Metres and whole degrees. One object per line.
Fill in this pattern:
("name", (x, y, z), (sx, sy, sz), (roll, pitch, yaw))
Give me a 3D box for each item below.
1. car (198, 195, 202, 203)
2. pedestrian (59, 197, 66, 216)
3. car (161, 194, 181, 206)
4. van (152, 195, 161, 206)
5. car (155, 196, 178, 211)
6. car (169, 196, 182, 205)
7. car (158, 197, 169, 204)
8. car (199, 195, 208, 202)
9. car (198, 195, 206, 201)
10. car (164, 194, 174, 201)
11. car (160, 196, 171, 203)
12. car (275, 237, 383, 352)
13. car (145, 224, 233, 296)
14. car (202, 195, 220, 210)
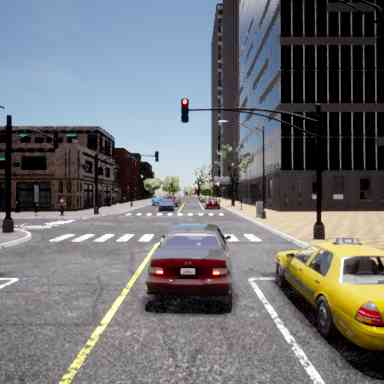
("car", (2.676, 1.541, 71.976), (1.752, 1.417, 4.829), (1, 0, 0))
("pedestrian", (-12.556, 1.363, 32.120), (0.375, 1.860, 0.375), (0, 0, 1))
("car", (-3.113, 1.362, 51.012), (2.097, 1.767, 4.553), (0, 0, 0))
("van", (-5.696, 1.353, 55.212), (1.690, 1.788, 3.998), (1, 0, 0))
("car", (-3.138, 1.555, 41.114), (2.033, 1.411, 5.357), (0, 0, -3))
("car", (-3.086, 1.505, 61.718), (2.128, 1.511, 4.902), (0, 0, 0))
("car", (-5.703, 1.596, 66.280), (1.802, 1.307, 4.206), (1, 0, 0))
("car", (2.674, 1.543, 77.510), (1.752, 1.417, 4.829), (1, 0, 0))
("car", (2.670, 1.565, 88.410), (1.887, 1.381, 4.507), (1, 0, 0))
("car", (-5.705, 1.334, 82.883), (2.192, 1.841, 5.009), (1, 0, 0))
("car", (-5.705, 1.582, 71.815), (1.947, 1.339, 4.313), (1, 0, 0))
("car", (2.836, 1.526, 6.353), (1.752, 1.417, 4.829), (1, 0, 0))
("car", (0.072, 1.549, 8.803), (2.033, 1.411, 5.357), (0, 0, 3))
("car", (2.687, 1.449, 44.131), (1.967, 1.590, 4.097), (1, 0, 0))
